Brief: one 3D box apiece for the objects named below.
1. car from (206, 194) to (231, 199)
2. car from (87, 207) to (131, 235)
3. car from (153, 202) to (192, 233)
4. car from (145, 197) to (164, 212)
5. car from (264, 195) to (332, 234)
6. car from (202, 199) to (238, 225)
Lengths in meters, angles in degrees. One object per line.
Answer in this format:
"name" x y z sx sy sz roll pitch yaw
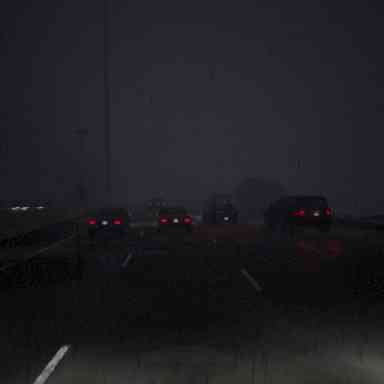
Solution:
"car" 2.996 1.213 38.345 2.150 2.045 5.566 0 0 -11
"car" -4.532 1.553 18.717 2.033 1.411 5.357 0 0 -6
"car" -1.131 1.547 19.869 2.033 1.411 5.357 0 0 -6
"car" -4.231 1.355 38.536 2.097 1.767 4.553 0 0 -12
"car" 5.949 1.210 19.314 2.150 2.045 5.566 0 0 -6
"car" 1.881 1.486 23.720 2.128 1.511 4.902 0 0 -7
